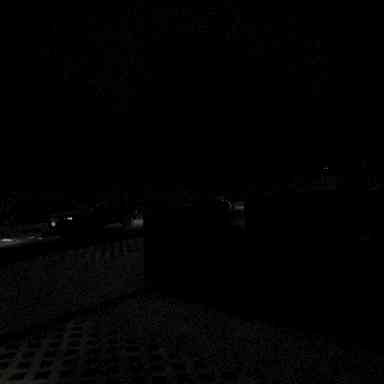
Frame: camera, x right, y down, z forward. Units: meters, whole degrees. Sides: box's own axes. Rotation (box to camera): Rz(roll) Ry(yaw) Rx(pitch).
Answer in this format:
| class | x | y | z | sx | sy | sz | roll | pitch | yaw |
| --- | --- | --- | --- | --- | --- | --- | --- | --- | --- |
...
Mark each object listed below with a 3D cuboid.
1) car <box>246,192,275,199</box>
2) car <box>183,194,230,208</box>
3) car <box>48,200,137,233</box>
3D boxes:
| class | x | y | z | sx | sy | sz | roll | pitch | yaw |
| --- | --- | --- | --- | --- | --- | --- | --- | --- | --- |
| car | 7.373 | 0.682 | 35.008 | 2.033 | 1.411 | 5.357 | 0 | 2 | 36 |
| car | 1.220 | 0.905 | 26.365 | 2.128 | 1.511 | 4.902 | 0 | 2 | 35 |
| car | -5.057 | 1.181 | 17.537 | 2.128 | 1.511 | 4.902 | 0 | 1 | 35 |
